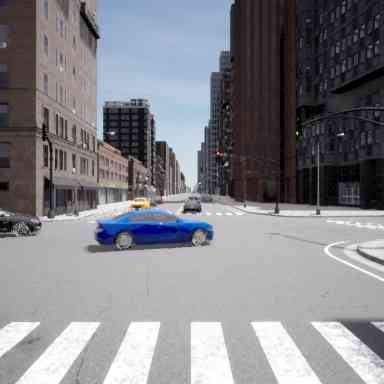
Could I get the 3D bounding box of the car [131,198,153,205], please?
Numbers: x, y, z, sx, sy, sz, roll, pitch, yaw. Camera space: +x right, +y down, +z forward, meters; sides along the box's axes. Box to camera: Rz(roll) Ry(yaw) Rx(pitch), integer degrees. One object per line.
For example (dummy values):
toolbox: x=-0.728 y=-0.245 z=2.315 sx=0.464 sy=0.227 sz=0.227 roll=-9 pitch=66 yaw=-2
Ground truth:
car: x=-6.521 y=1.486 z=42.196 sx=1.882 sy=1.535 sz=5.008 roll=0 pitch=0 yaw=0

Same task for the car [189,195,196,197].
car: x=0.132 y=1.485 z=72.636 sx=1.882 sy=1.535 sz=5.008 roll=0 pitch=0 yaw=0

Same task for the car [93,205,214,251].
car: x=-1.535 y=1.481 z=13.977 sx=5.008 sy=1.535 sz=1.882 roll=0 pitch=0 yaw=-19

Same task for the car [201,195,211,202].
car: x=3.398 y=1.500 z=81.384 sx=2.128 sy=1.511 sz=4.902 roll=0 pitch=0 yaw=0

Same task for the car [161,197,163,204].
car: x=-6.450 y=1.488 z=61.867 sx=1.882 sy=1.535 sz=5.008 roll=0 pitch=0 yaw=0

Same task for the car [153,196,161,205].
car: x=-6.490 y=1.574 z=51.446 sx=1.994 sy=1.385 sz=4.181 roll=0 pitch=0 yaw=1

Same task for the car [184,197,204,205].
car: x=0.037 y=1.571 z=38.283 sx=1.994 sy=1.385 sz=4.181 roll=0 pitch=0 yaw=2

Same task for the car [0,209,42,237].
car: x=-9.859 y=1.388 z=15.851 sx=4.902 sy=1.511 sz=2.128 roll=1 pitch=-1 yaw=-31

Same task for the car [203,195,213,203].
car: x=3.379 y=1.532 z=70.964 sx=2.128 sy=1.511 sz=4.902 roll=0 pitch=0 yaw=0
